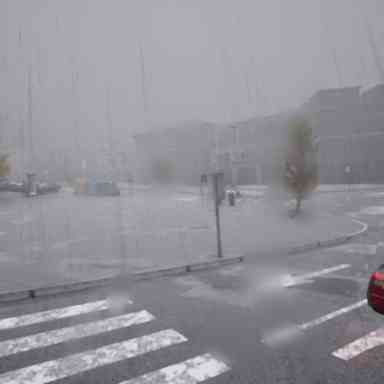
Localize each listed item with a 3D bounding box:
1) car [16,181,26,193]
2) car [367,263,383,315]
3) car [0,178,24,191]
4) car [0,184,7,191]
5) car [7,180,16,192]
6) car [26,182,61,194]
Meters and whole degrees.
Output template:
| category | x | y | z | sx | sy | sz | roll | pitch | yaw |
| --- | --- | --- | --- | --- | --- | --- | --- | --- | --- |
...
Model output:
| category | x | y | z | sx | sy | sz | roll | pitch | yaw |
| --- | --- | --- | --- | --- | --- | --- | --- | --- | --- |
| car | -23.917 | -0.780 | 51.217 | 2.231 | 1.521 | 4.892 | 1 | 6 | 17 |
| car | 5.093 | 1.488 | 6.159 | 4.181 | 1.385 | 1.994 | -2 | 1 | -36 |
| car | -31.144 | -1.273 | 56.306 | 2.185 | 1.767 | 4.553 | 0 | 6 | 15 |
| car | -28.709 | -1.032 | 54.663 | 2.097 | 1.535 | 5.008 | 1 | 6 | 16 |
| car | -26.313 | -0.867 | 52.950 | 2.002 | 1.452 | 4.674 | 0 | 6 | 16 |
| car | -21.557 | -0.617 | 49.426 | 2.163 | 1.488 | 4.792 | 1 | 6 | 17 |
